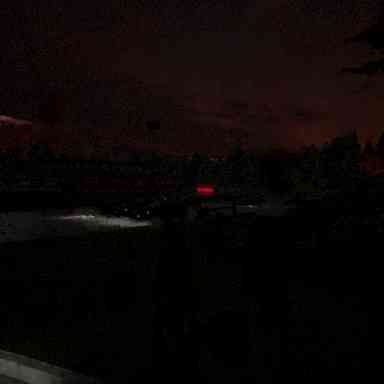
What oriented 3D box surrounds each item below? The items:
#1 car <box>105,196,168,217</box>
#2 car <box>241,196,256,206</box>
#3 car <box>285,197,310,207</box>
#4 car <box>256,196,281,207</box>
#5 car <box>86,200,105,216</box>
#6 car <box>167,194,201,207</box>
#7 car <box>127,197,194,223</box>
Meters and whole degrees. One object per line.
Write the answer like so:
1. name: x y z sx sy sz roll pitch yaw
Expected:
1. car: -4.358 1.307 27.403 1.837 1.490 4.892 1 0 38
2. car: 9.047 1.281 49.826 1.994 1.385 4.181 1 0 39
3. car: 14.400 1.371 45.315 1.895 1.301 4.718 1 0 39
4. car: 11.397 1.270 47.166 1.812 1.442 4.674 1 0 39
5. car: -7.201 1.339 29.449 1.994 1.385 4.181 1 0 38
6. car: -0.699 1.240 43.288 1.812 1.442 4.674 1 0 38
7. car: -2.221 1.356 24.439 1.812 1.442 4.674 1 0 38
